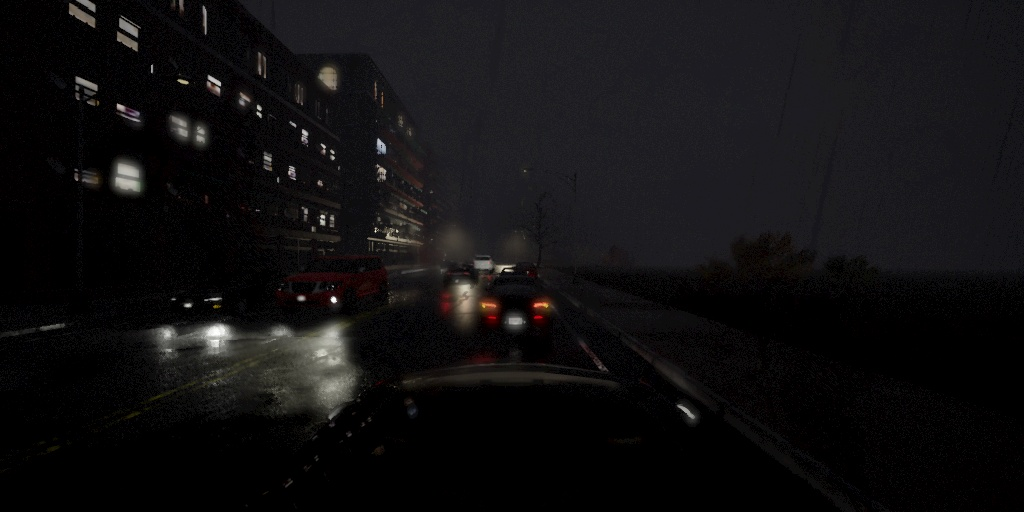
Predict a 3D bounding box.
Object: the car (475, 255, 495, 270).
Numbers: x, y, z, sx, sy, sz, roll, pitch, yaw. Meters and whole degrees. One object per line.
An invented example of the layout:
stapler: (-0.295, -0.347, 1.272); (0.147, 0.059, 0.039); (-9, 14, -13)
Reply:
car: (-3.238, 0.967, 41.950); (2.150, 2.045, 5.566); (0, -1, 0)

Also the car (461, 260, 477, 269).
car: (-6.711, 1.352, 56.407); (1.895, 1.301, 4.718); (0, 0, 0)

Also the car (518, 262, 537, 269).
car: (1.075, 1.231, 29.945); (1.882, 1.535, 5.008); (0, 0, 0)

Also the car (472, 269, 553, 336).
car: (0.073, 1.277, 10.250); (1.812, 1.442, 4.674); (0, 0, 0)

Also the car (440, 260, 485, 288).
car: (-3.198, 1.246, 23.318); (2.128, 1.511, 4.902); (0, 0, 0)

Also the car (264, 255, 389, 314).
car: (-6.629, 0.973, 14.041); (2.150, 2.045, 5.566); (0, 0, 0)

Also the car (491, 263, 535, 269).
car: (0.060, 1.317, 20.417); (1.994, 1.385, 4.181); (0, 0, 0)

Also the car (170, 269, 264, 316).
car: (-9.877, 1.257, 13.349); (1.837, 1.490, 4.892); (0, 0, 0)
